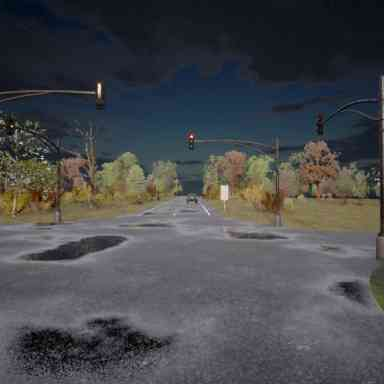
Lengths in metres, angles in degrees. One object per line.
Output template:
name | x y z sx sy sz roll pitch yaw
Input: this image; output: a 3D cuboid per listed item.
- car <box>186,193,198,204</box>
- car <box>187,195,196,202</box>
car | -0.009 1.293 67.647 2.150 2.045 5.566 0 0 0
car | -0.011 1.465 78.038 2.033 1.411 5.357 0 0 0
